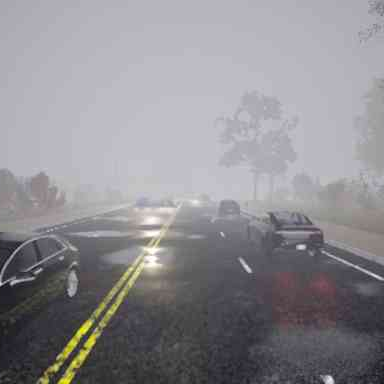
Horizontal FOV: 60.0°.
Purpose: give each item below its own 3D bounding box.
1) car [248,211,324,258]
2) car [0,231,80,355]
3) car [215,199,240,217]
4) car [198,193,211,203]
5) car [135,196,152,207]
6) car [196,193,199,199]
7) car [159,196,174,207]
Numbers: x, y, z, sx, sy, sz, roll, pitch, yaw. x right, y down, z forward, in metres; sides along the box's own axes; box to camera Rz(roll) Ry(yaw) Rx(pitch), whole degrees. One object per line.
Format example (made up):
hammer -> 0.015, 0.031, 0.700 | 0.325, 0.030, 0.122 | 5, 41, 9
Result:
car -> 3.330, 1.465, 12.579 | 2.128, 1.511, 4.902 | 0, 0, 0
car -> -3.356, 1.494, 5.456 | 1.837, 1.490, 4.892 | 0, 0, 0
car -> 3.250, 1.404, 30.645 | 1.882, 1.535, 5.008 | 0, 0, 0
car -> 2.800, 1.315, 66.476 | 1.837, 1.490, 4.892 | 0, 0, -1
car -> -6.813, 1.355, 47.308 | 1.882, 1.535, 5.008 | 0, 0, 0
car -> 2.641, 1.122, 77.455 | 2.097, 1.767, 4.553 | 0, 0, -1
car -> -3.564, 1.366, 47.556 | 2.128, 1.511, 4.902 | 0, 0, 0
